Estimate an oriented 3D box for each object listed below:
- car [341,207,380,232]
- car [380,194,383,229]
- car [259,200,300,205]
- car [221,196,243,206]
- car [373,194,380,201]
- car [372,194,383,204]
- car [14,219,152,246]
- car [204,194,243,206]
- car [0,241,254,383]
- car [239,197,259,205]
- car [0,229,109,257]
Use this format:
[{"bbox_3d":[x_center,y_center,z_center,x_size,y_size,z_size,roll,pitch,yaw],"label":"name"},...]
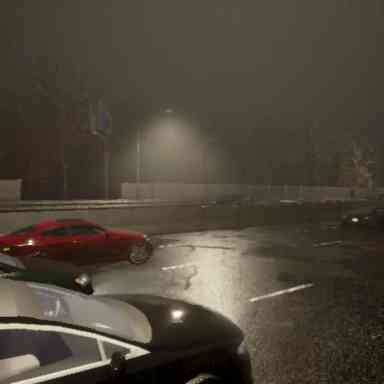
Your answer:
[{"bbox_3d":[10.923,1.575,20.136,4.181,1.385,1.994,0,0,-36],"label":"car"},{"bbox_3d":[11.949,1.231,16.569,5.566,2.045,2.150,0,0,-36],"label":"car"},{"bbox_3d":[8.964,1.543,31.878,4.674,1.442,1.812,0,0,-35],"label":"car"},{"bbox_3d":[6.086,1.524,38.419,4.892,1.490,1.837,0,0,-35],"label":"car"},{"bbox_3d":[33.579,1.470,57.928,4.553,1.767,2.097,1,0,-35],"label":"car"},{"bbox_3d":[37.898,1.345,65.309,5.566,2.045,2.150,0,0,-36],"label":"car"},{"bbox_3d":[-3.384,1.526,9.931,4.674,1.442,1.812,0,0,-36],"label":"car"},{"bbox_3d":[4.169,1.241,41.351,5.566,2.045,2.150,0,0,-35],"label":"car"},{"bbox_3d":[-1.629,1.491,2.581,4.902,1.511,2.128,0,0,-36],"label":"car"},{"bbox_3d":[7.957,1.566,35.458,5.357,1.411,2.033,0,0,-35],"label":"car"},{"bbox_3d":[-3.761,1.564,5.358,4.181,1.385,1.994,0,0,-36],"label":"car"}]
